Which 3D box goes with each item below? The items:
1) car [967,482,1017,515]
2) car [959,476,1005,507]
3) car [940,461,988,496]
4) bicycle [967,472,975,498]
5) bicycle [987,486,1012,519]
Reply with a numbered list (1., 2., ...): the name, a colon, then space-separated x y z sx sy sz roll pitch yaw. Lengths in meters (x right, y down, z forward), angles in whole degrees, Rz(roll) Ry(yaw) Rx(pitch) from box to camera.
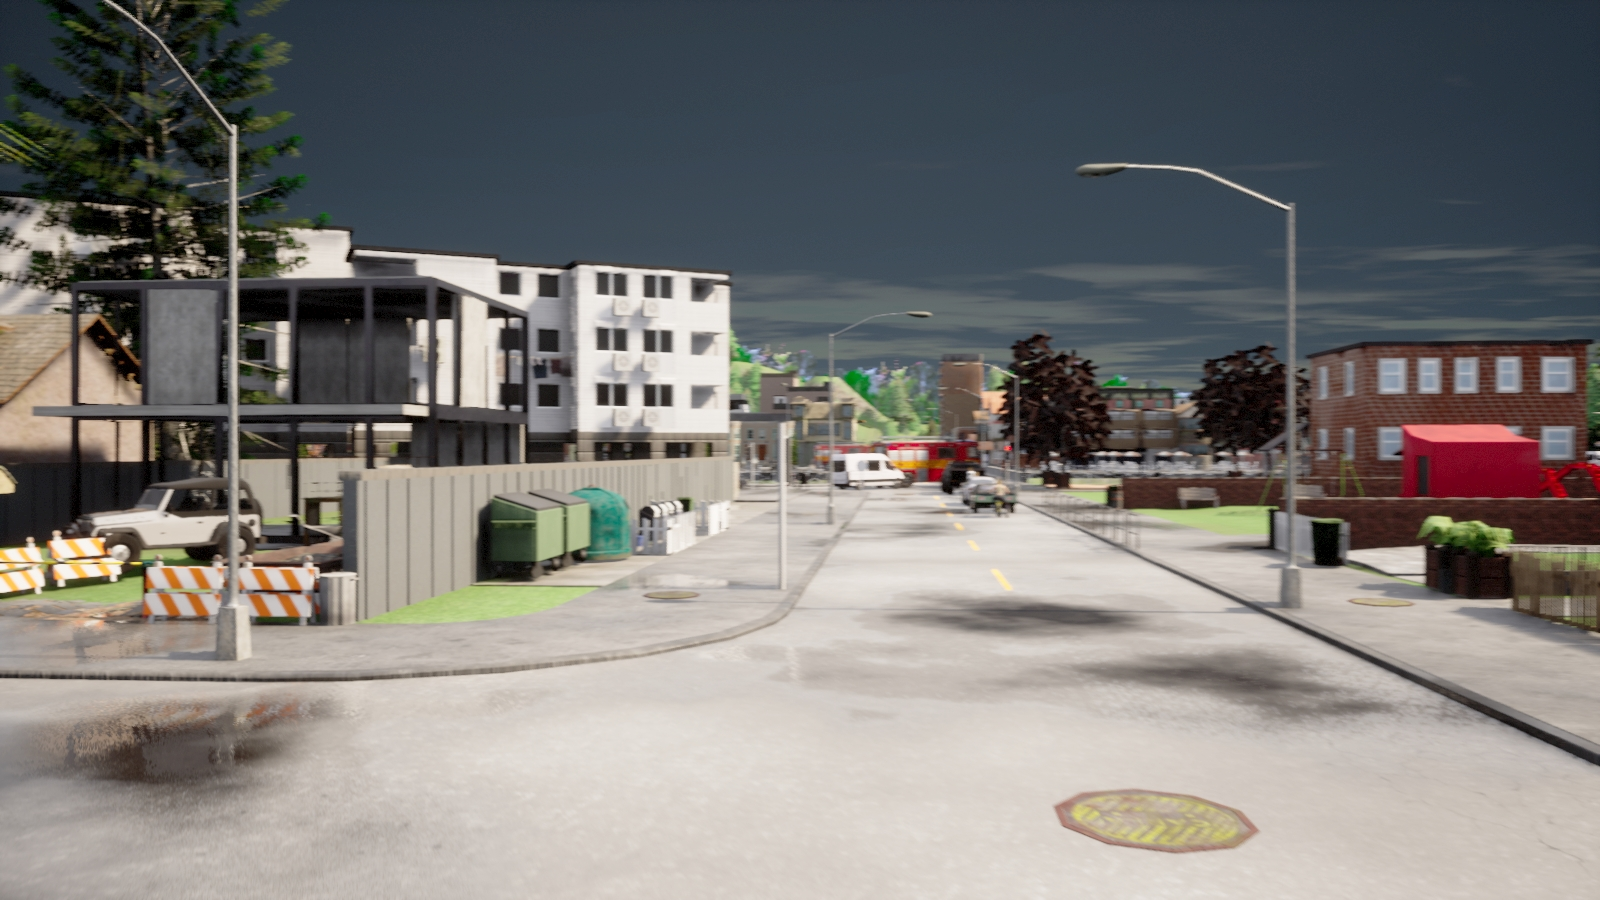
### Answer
1. car: 8.659 2.151 51.863 1.895 1.301 4.718 0 0 5
2. car: 9.265 2.078 58.378 2.002 1.442 4.674 0 0 5
3. car: 10.400 1.750 72.936 2.390 2.098 6.274 0 0 2
4. bicycle: 10.015 2.052 66.942 0.373 1.496 1.643 0 0 5
5. bicycle: 8.202 2.154 47.069 0.859 1.276 1.487 0 0 4
